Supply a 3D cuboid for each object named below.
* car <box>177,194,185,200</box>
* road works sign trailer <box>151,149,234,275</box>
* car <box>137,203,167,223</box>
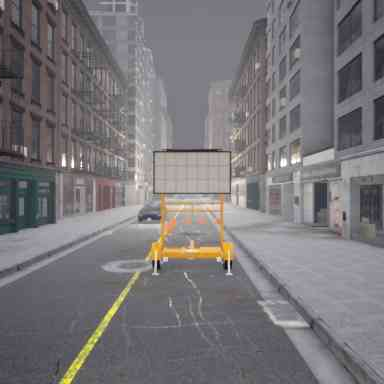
[{"bbox_3d":[-2.970,1.429,90.401,1.837,1.490,4.892,0,0,0],"label":"car"},{"bbox_3d":[0.010,0.462,10.405,2.380,3.560,2.880,0,0,0],"label":"road works sign trailer"},{"bbox_3d":[-2.991,1.538,25.997,2.033,1.411,5.357,0,0,0],"label":"car"}]
